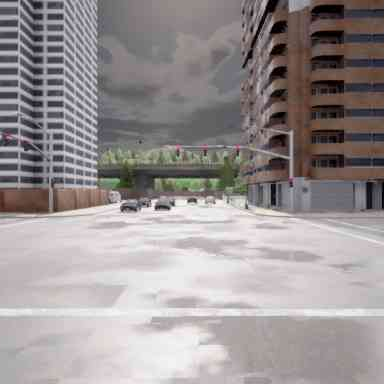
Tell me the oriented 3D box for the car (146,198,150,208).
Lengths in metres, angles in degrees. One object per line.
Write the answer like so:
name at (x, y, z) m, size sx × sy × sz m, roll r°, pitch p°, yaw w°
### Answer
car at (-7.124, 1.547, 49.722) m, size 2.033 × 1.411 × 5.357 m, roll 0°, pitch 0°, yaw 0°

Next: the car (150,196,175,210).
car at (-3.628, 1.547, 42.242) m, size 2.033 × 1.411 × 5.357 m, roll 0°, pitch 0°, yaw 0°

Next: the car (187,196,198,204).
car at (0.056, 1.505, 63.229) m, size 1.837 × 1.490 × 4.892 m, roll 0°, pitch 0°, yaw 0°

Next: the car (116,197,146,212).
car at (-7.127, 1.547, 39.369) m, size 2.033 × 1.411 × 5.357 m, roll 0°, pitch 0°, yaw 0°

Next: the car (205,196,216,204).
car at (3.455, 1.525, 63.109) m, size 1.812 × 1.442 × 4.674 m, roll 0°, pitch 0°, yaw 0°
